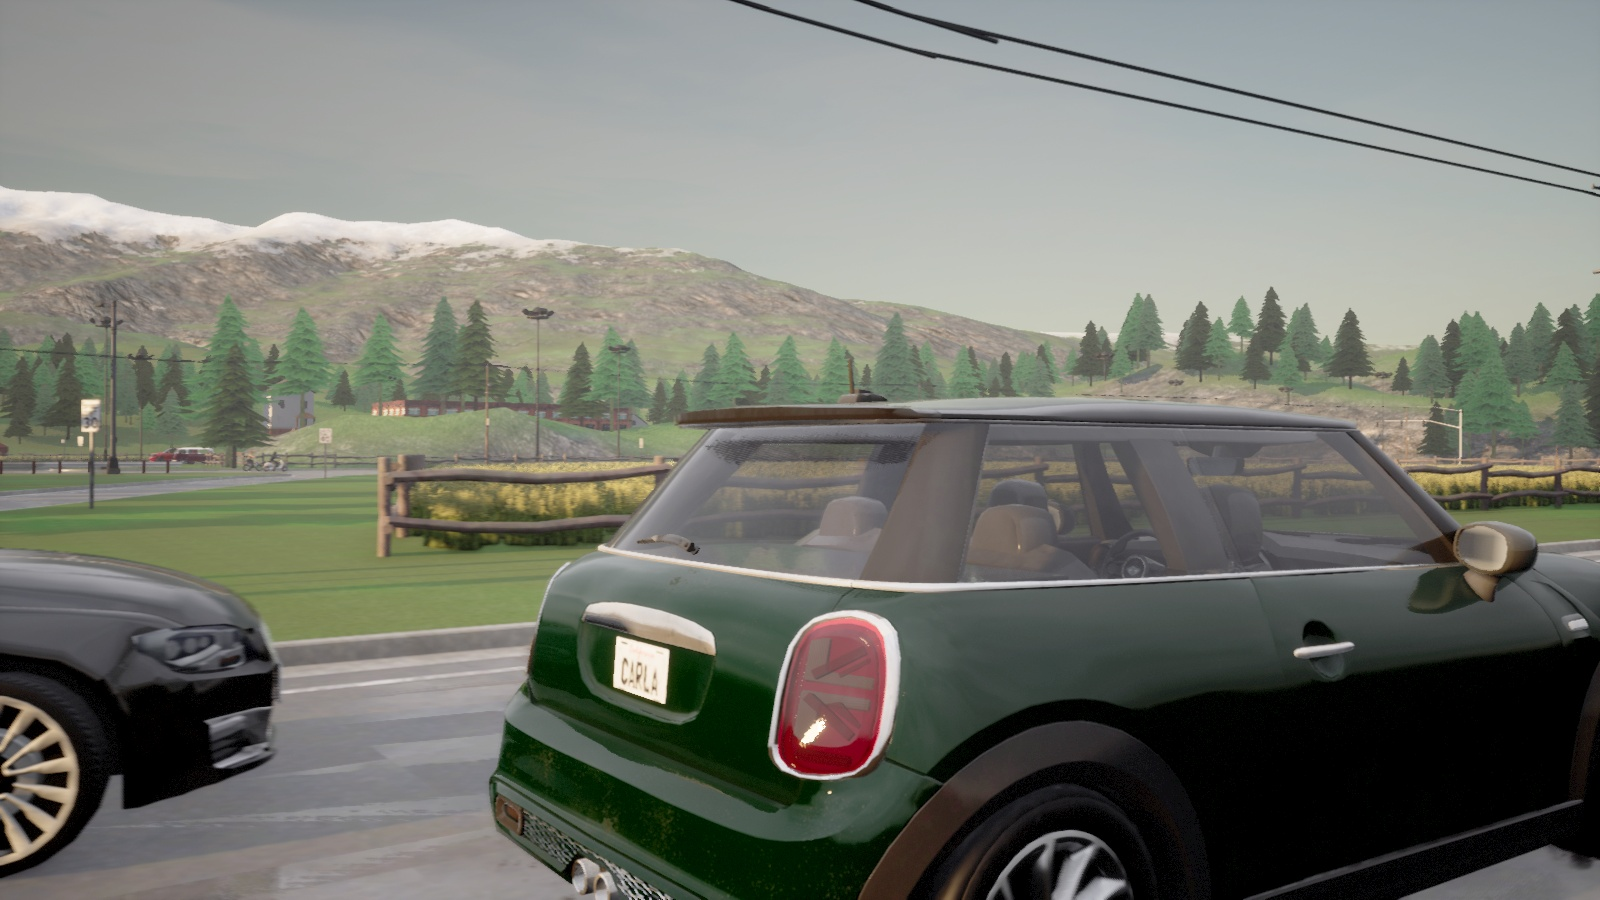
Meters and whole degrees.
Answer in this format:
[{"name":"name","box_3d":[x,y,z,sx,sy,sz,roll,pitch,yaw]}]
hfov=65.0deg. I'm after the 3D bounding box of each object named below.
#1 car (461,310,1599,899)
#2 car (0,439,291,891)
[{"name":"car","box_3d":[1.346,0.618,4.596,4.553,1.767,2.097,0,0,-35]},{"name":"car","box_3d":[-4.533,0.719,4.443,4.902,1.511,2.128,0,0,-27]}]
